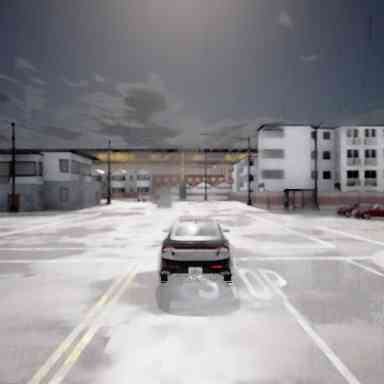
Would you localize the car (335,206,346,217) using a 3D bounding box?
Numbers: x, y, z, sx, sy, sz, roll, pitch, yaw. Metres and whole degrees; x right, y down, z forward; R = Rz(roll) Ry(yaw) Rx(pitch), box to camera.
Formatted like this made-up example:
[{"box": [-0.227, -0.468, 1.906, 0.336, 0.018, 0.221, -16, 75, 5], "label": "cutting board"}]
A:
[{"box": [16.525, 1.706, 32.721, 4.674, 1.442, 1.812, 0, 0, 1], "label": "car"}]

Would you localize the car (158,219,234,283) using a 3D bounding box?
[{"box": [0.131, 1.549, 9.862, 2.128, 1.511, 4.902, 0, 0, 1], "label": "car"}]

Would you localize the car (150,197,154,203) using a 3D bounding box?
[{"box": [-5.560, 1.313, 57.432, 1.837, 1.490, 4.892, 0, 1, -16], "label": "car"}]

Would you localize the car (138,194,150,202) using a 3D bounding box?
[{"box": [-9.500, 1.148, 66.984, 1.812, 1.442, 4.674, 0, 1, -30], "label": "car"}]

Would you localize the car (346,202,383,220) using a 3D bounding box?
[{"box": [16.499, 1.687, 29.222, 4.674, 1.442, 1.812, 0, 0, 1], "label": "car"}]

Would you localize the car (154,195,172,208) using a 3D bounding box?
[{"box": [-3.921, 1.340, 47.576, 2.097, 1.767, 4.553, 0, 1, -5], "label": "car"}]
